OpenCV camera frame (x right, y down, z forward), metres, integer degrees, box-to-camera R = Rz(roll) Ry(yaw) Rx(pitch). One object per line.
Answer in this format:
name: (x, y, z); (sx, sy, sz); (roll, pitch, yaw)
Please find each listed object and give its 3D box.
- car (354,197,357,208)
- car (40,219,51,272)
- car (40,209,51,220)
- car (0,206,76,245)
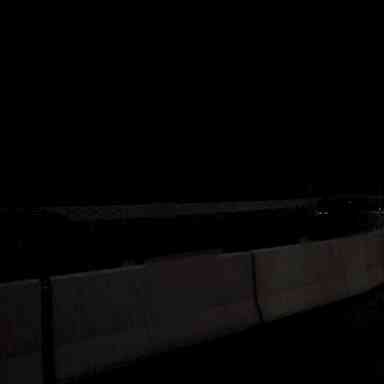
car: (23.065, 1.409, 45.733); (2.097, 1.767, 4.553); (0, 0, 39)
car: (-4.573, 1.617, 9.420); (4.718, 1.301, 1.895); (0, 0, -37)
car: (-7.226, 1.498, 11.841); (5.008, 1.535, 1.882); (0, 0, -36)
car: (-8.221, 1.518, 15.447); (4.902, 1.511, 2.128); (0, 0, -37)
